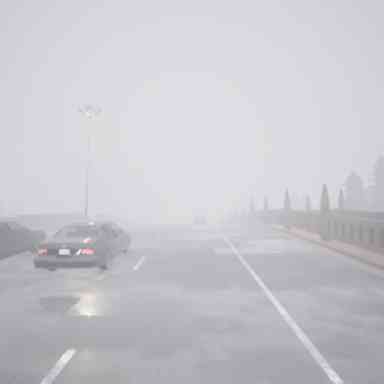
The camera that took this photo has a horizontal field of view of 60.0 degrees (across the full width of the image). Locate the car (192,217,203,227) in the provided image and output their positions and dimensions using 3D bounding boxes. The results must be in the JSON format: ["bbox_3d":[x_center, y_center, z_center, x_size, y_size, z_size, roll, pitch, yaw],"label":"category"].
[{"bbox_3d":[1.082,5.890,65.350,2.097,1.767,4.553,0,-7,0],"label":"car"}]

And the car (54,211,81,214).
[{"bbox_3d":[-14.073,3.036,39.340,1.882,1.535,5.008,0,-6,0],"label":"car"}]

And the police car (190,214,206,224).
[{"bbox_3d":[1.075,4.146,49.585,1.930,1.638,5.238,0,-7,0],"label":"police car"}]

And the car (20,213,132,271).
[{"bbox_3d":[-3.394,1.662,11.352,2.033,1.411,5.357,0,-1,0],"label":"car"}]

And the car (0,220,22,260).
[{"bbox_3d":[-6.894,1.663,11.401,2.033,1.411,5.357,0,-1,0],"label":"car"}]

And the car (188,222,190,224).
[{"bbox_3d":[0.099,8.089,84.410,2.033,1.411,5.357,-1,-7,5],"label":"car"}]
